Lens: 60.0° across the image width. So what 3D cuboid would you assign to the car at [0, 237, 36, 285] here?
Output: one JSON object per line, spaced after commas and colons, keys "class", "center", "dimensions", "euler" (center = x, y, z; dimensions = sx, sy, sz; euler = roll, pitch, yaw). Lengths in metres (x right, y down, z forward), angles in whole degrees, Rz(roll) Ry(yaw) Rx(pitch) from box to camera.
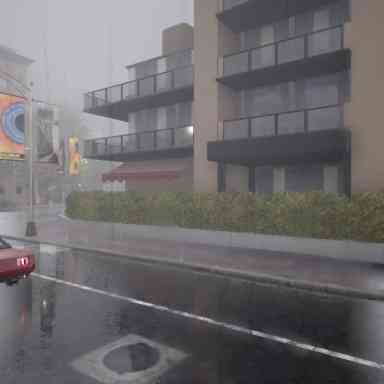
{"class": "car", "center": [-5.991, 1.601, 8.255], "dimensions": [4.718, 1.301, 1.895], "euler": [0, 0, 35]}
